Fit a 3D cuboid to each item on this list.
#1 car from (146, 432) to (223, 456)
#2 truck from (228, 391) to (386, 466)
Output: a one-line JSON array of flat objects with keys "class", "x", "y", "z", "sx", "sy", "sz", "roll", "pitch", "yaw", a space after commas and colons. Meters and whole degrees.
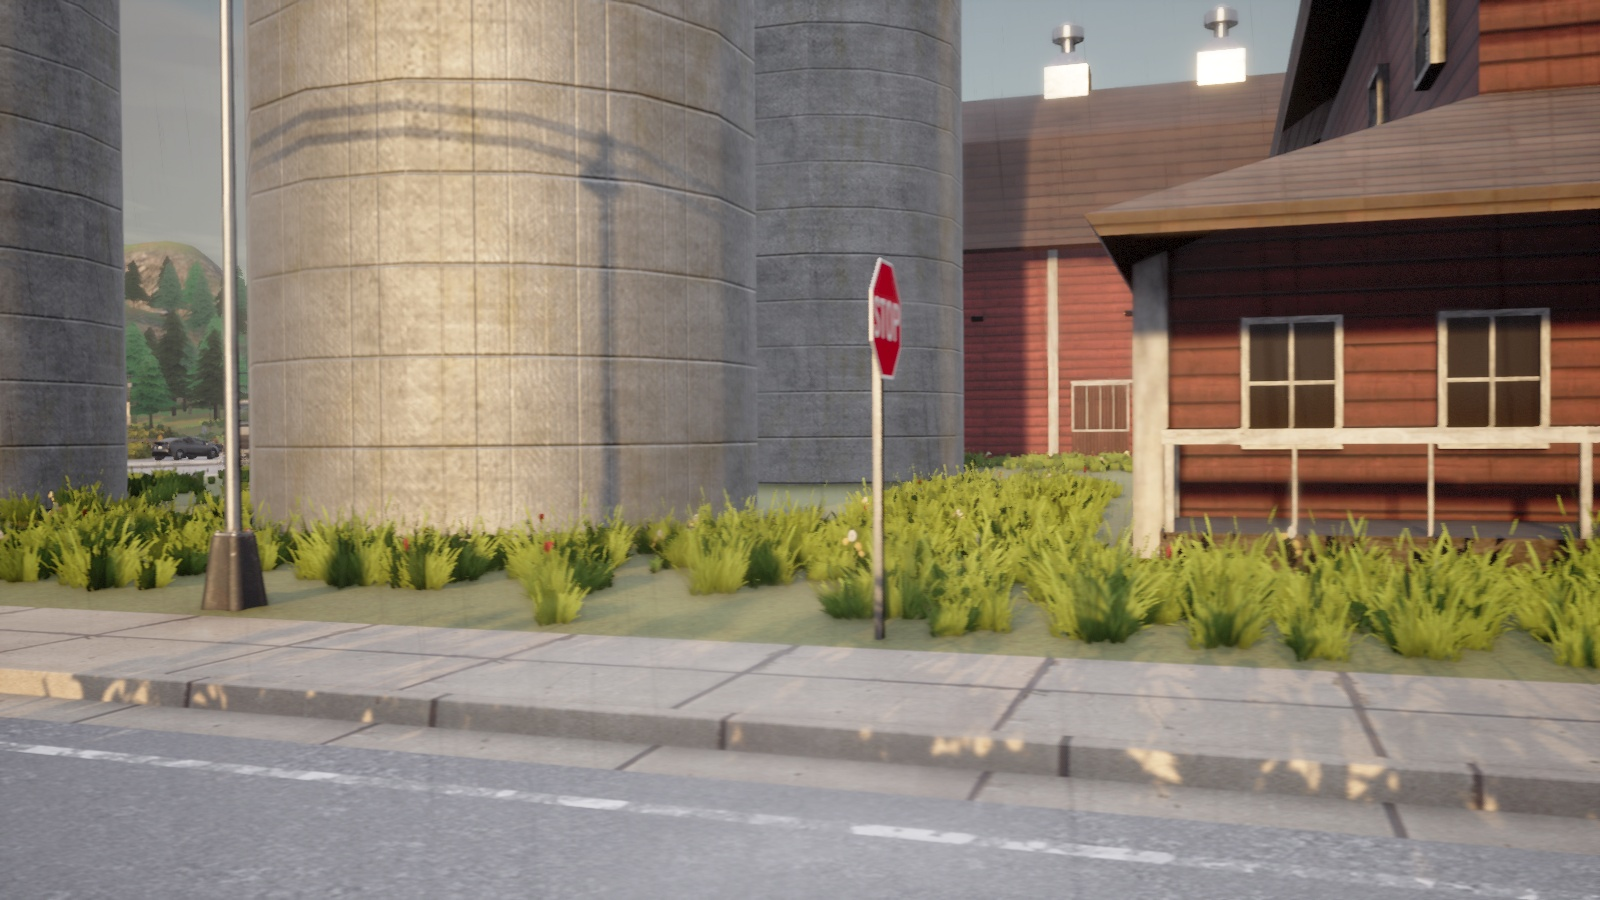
[{"class": "car", "x": -40.807, "y": -0.415, "z": 83.422, "sx": 2.007, "sy": 1.525, "sz": 4.514, "roll": 0, "pitch": 1, "yaw": 18}, {"class": "truck", "x": -24.161, "y": -1.043, "z": 62.057, "sx": 2.891, "sy": 3.462, "sz": 7.936, "roll": 0, "pitch": 1, "yaw": 18}]
